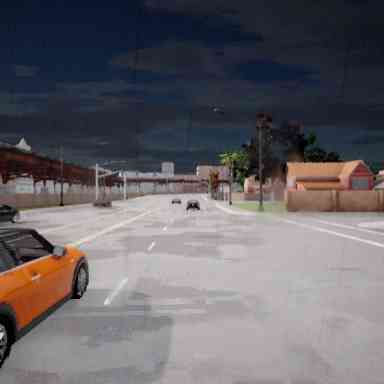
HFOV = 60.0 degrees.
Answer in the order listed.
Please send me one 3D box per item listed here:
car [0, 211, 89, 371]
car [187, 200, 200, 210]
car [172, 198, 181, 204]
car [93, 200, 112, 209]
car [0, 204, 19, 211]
[{"bbox_3d":[-3.388,1.384,5.663,2.097,1.767,4.553,0,0,1],"label":"car"},{"bbox_3d":[0.176,1.819,47.794,2.033,1.411,5.357,0,0,0],"label":"car"},{"bbox_3d":[-3.377,1.963,72.170,1.994,1.385,4.181,0,0,0],"label":"car"},{"bbox_3d":[-13.994,1.896,52.134,1.895,1.301,4.718,0,0,0],"label":"car"},{"bbox_3d":[-14.064,1.638,23.484,1.837,1.490,4.892,0,0,0],"label":"car"}]
